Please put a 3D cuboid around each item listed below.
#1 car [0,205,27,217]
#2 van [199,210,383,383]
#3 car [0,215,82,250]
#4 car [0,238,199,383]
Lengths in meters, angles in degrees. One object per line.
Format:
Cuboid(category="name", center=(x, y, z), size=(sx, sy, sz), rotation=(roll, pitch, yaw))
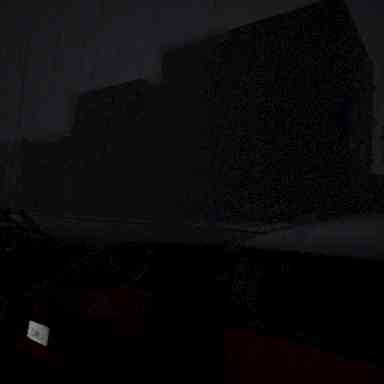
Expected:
Cuboid(category="car", center=(-7.035, 1.343, 10.206), size=(2.185, 1.767, 4.553), rotation=(0, 0, 36))
Cuboid(category="van", center=(2.129, 1.254, 3.773), size=(1.878, 1.987, 4.442), rotation=(0, 0, 35))
Cuboid(category="car", center=(-4.789, 1.511, 8.562), size=(2.002, 1.452, 4.674), rotation=(0, 0, 36))
Cuboid(category="car", center=(-0.240, 1.507, 5.355), size=(2.163, 1.488, 4.792), rotation=(0, 0, 36))
